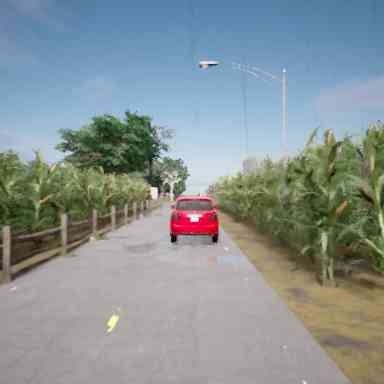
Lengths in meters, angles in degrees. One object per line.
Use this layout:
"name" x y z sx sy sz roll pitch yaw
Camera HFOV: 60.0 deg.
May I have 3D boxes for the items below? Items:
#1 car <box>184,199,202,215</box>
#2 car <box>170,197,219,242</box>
"car" 0.109 1.542 36.017 1.837 1.490 4.892 0 0 0
"car" 0.105 1.235 16.507 2.150 2.045 5.566 0 0 0
